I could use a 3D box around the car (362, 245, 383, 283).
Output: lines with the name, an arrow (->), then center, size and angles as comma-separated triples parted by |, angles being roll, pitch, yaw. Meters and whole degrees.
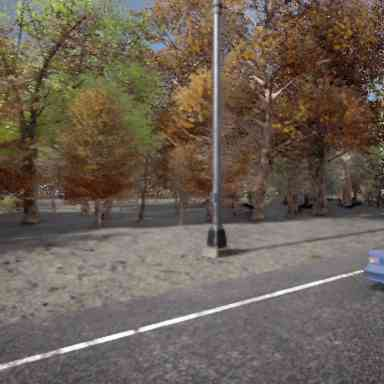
car -> 6.392, 1.553, 8.311 | 5.357, 1.411, 2.033 | 0, 0, -35
